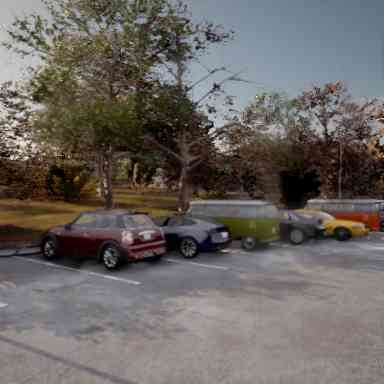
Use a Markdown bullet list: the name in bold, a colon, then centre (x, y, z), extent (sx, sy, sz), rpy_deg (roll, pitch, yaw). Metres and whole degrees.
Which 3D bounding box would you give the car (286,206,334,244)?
- **car**: centre (4.066, 1.620, 16.479), extent (4.892, 1.521, 2.231), rpy_deg (-1, -1, 34)

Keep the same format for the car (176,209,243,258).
- **car**: centre (-0.753, 1.586, 13.076), extent (4.792, 1.488, 2.163), rpy_deg (-1, -1, 34)

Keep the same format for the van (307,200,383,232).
- **van**: centre (8.754, 1.463, 19.978), extent (4.442, 1.987, 1.878), rpy_deg (-1, -1, 34)

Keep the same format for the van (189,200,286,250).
- **van**: centre (1.568, 1.363, 14.836), extent (4.442, 1.987, 1.878), rpy_deg (-1, -1, 34)

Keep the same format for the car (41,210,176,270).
- **car**: centre (-3.099, 1.400, 11.333), extent (4.553, 1.767, 2.185), rpy_deg (-1, -1, 34)

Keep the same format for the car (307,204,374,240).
- **car**: centre (6.610, 1.648, 18.094), extent (5.366, 1.575, 1.946), rpy_deg (-1, -2, 34)
